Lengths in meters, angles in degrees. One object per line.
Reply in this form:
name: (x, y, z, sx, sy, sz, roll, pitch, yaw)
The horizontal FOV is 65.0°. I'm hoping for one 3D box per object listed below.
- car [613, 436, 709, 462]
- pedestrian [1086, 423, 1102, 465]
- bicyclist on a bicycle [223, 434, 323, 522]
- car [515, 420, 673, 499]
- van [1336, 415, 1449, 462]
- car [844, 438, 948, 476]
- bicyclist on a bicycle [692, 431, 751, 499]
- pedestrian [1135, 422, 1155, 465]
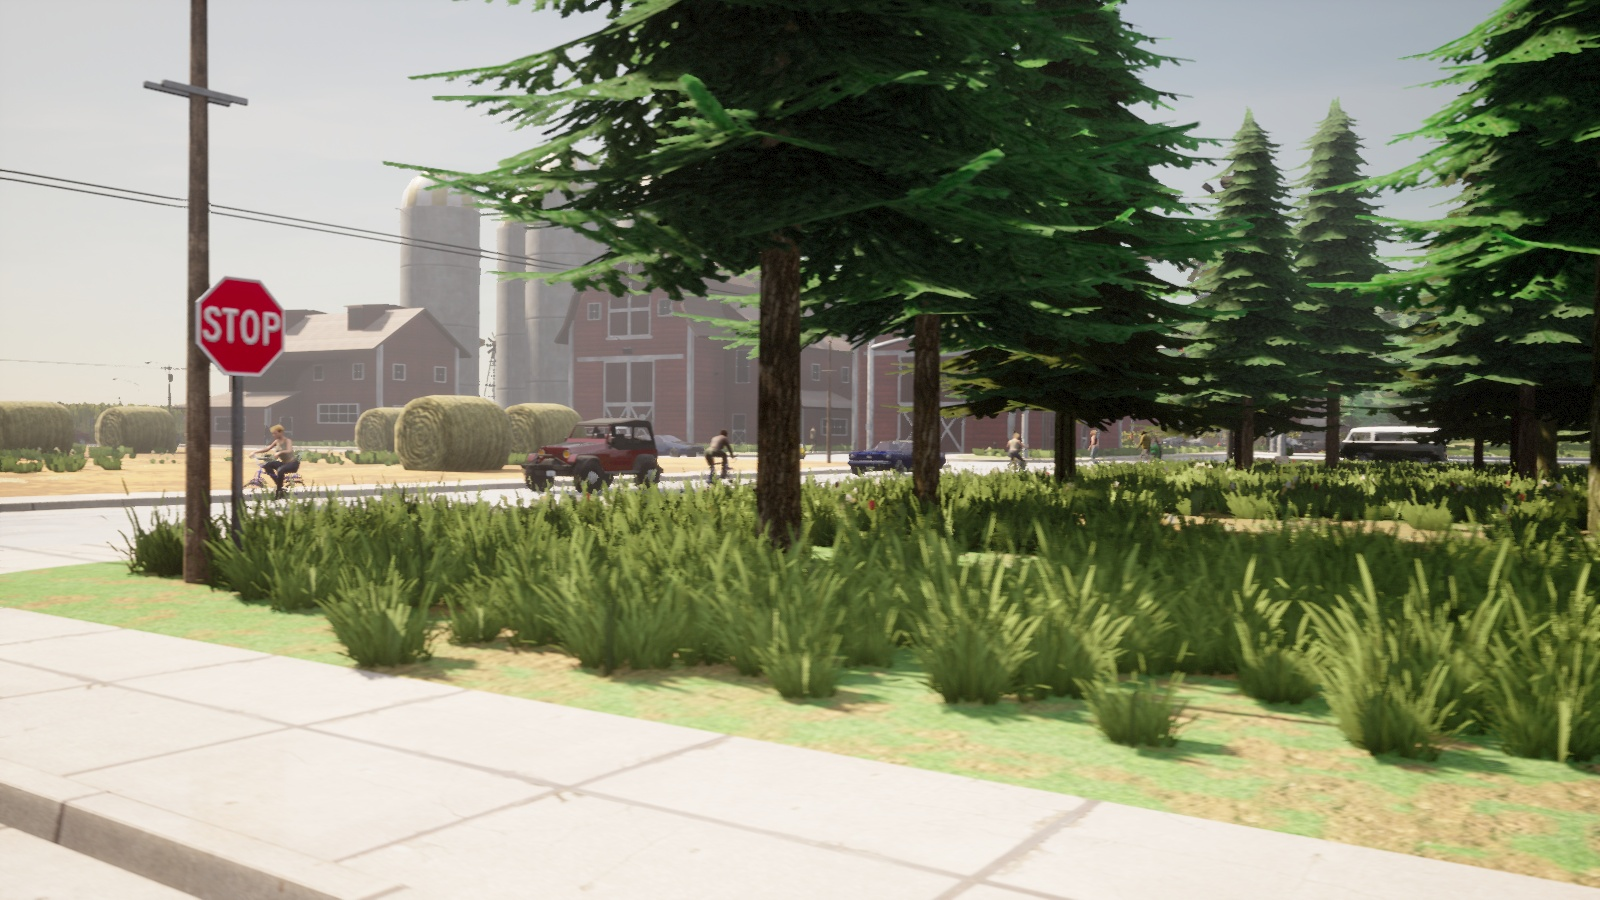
car: (-8.121, -0.063, 73.080, 5.357, 1.411, 2.033, 0, 1, 30)
pedestrian: (12.767, -0.268, 54.550, 0.594, 1.836, 0.345, 0, 1, 32)
bicyclist on a bicycle: (-10.056, 0.500, 23.998, 0.866, 1.612, 1.509, 0, 1, 31)
car: (-5.176, 0.206, 32.035, 1.905, 1.878, 3.866, 0, 1, 31)
van: (26.783, -0.537, 56.809, 4.480, 2.038, 2.069, 0, 1, 30)
car: (3.618, 0.235, 46.526, 1.895, 1.301, 4.718, 0, 1, 32)
bicyclist on a bicycle: (-1.907, 0.347, 30.676, 0.582, 1.620, 1.656, 0, 1, 31)
pedestrian: (14.667, -0.287, 53.376, 0.726, 1.835, 0.370, 0, 1, 38)
